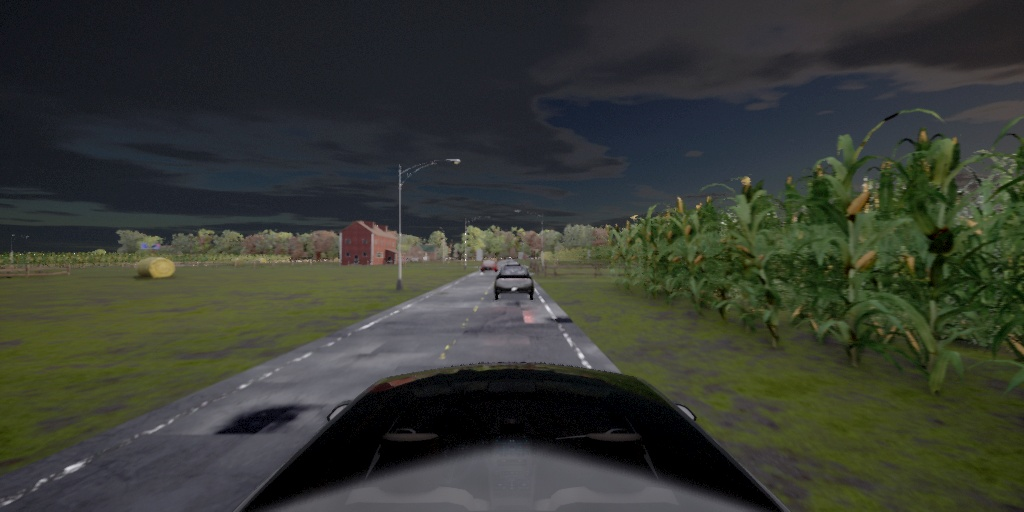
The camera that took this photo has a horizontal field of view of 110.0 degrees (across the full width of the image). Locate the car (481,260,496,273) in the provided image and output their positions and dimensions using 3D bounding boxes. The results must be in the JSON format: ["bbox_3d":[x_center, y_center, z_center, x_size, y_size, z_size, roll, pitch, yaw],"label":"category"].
[{"bbox_3d":[-2.794,1.241,44.528,1.882,1.535,5.008,0,0,0],"label":"car"}]

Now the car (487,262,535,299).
[{"bbox_3d":[0.092,1.244,17.981,2.128,1.511,4.902,0,0,0],"label":"car"}]
